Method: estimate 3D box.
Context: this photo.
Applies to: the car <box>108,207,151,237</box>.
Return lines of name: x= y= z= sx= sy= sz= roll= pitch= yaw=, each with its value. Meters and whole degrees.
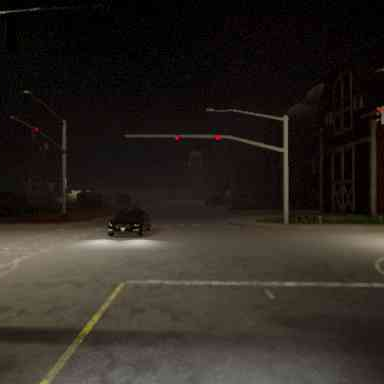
car: x=-3.501 y=1.644 z=19.240 sx=1.837 sy=1.490 sz=4.892 roll=0 pitch=0 yaw=0

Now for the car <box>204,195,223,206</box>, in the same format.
car: x=4.159 y=1.661 z=65.085 sx=1.905 sy=1.878 sz=3.866 roll=-7 pitch=3 yaw=-42
